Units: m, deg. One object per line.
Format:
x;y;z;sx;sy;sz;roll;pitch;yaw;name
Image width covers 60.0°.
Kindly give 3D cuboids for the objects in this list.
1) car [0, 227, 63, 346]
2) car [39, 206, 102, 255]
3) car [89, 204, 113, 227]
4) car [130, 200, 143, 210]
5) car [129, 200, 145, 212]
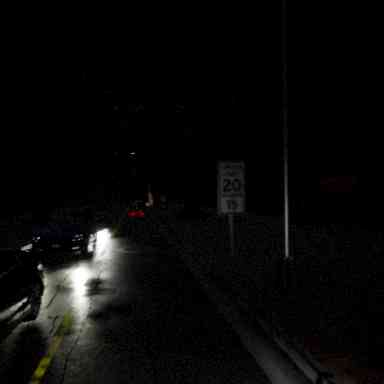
-3.483;1.569;4.489;2.128;1.511;4.902;-1;0;-9;car
-5.089;1.590;13.849;1.882;1.535;5.008;-1;0;-10;car
-6.821;1.664;24.071;2.128;1.511;4.902;-1;0;-9;car
-8.734;2.000;52.595;1.895;1.301;4.718;-1;-1;-9;car
-7.037;1.755;42.736;2.128;1.511;4.902;-1;0;-10;car
